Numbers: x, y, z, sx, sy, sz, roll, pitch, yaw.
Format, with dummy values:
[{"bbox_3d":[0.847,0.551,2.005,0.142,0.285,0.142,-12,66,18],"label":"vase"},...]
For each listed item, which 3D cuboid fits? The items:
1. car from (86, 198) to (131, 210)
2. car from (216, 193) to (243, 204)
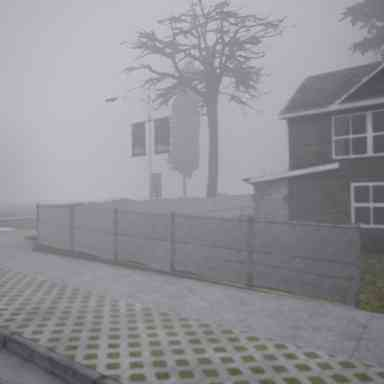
[{"bbox_3d":[-6.941,1.275,28.772,1.837,1.490,4.892,-1,0,36],"label":"car"},{"bbox_3d":[3.414,0.873,37.460,2.097,1.767,4.553,-1,0,36],"label":"car"}]
